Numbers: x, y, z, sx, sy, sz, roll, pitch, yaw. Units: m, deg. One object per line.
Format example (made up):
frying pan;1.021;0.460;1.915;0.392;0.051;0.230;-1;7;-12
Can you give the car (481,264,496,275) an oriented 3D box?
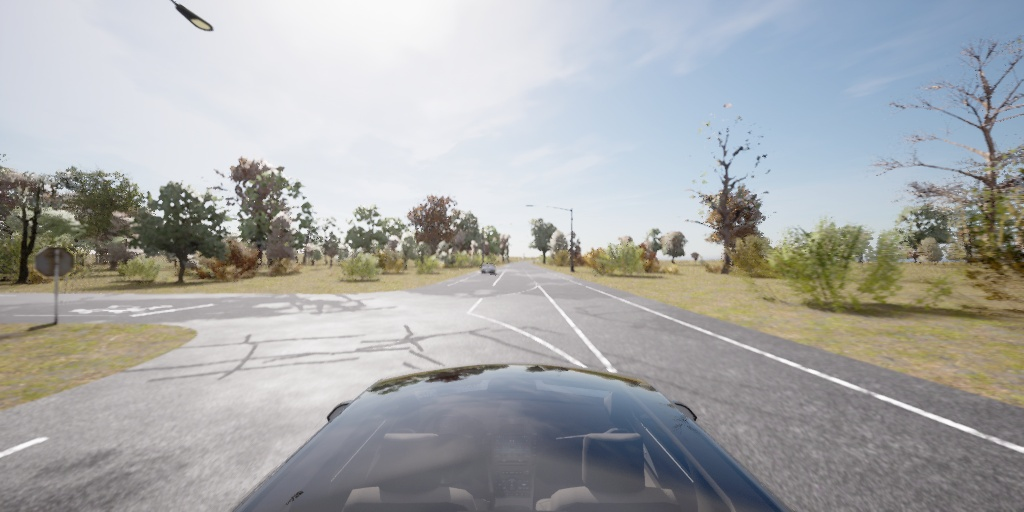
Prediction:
car;-3.078;1.759;47.460;2.128;1.511;4.902;0;-1;0
